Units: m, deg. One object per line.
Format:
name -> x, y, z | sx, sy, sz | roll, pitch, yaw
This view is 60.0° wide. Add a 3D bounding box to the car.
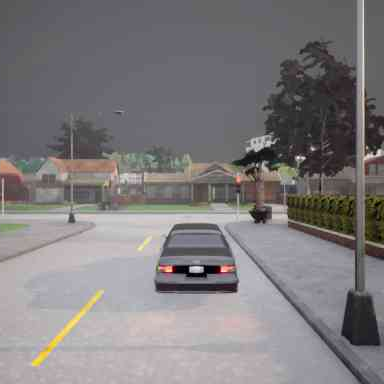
car -> 0.099, 1.547, 8.949 | 2.033, 1.411, 5.357 | 0, 0, 0
